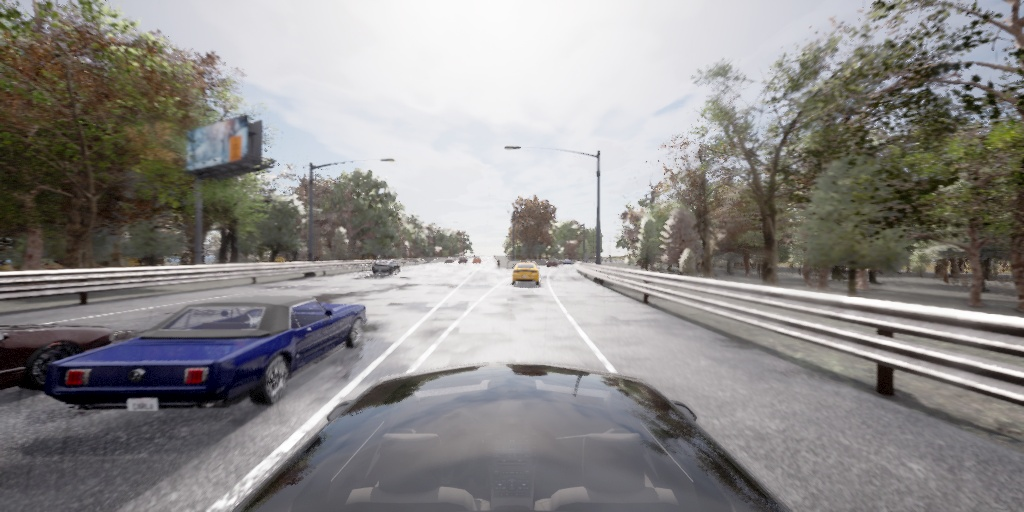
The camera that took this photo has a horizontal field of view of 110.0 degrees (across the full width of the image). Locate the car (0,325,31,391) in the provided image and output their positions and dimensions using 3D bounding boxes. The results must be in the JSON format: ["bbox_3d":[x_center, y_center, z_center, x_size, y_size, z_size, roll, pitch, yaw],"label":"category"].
[{"bbox_3d":[-7.498,1.255,3.578,2.033,1.411,5.357,0,0,-3],"label":"car"}]

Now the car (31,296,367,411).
[{"bbox_3d":[-4.132,1.328,6.119,1.895,1.301,4.718,0,0,-3],"label":"car"}]

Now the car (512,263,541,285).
[{"bbox_3d":[1.094,1.249,26.757,1.882,1.535,5.008,0,0,5],"label":"car"}]

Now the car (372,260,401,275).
[{"bbox_3d":[-12.830,1.173,36.879,2.128,1.511,4.902,0,0,-3],"label":"car"}]
